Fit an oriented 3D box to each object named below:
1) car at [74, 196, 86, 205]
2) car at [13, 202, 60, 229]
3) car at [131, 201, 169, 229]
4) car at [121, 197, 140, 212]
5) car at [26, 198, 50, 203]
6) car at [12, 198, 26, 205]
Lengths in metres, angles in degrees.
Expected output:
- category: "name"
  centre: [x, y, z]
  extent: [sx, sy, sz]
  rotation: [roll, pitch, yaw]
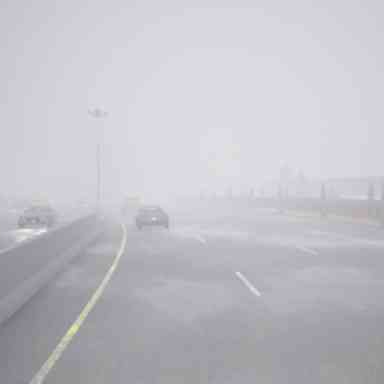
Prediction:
- category: "car"
  centre: [-20.854, 1.523, 62.167]
  extent: [1.882, 1.535, 5.008]
  rotation: [0, 0, -15]
- category: "car"
  centre: [-10.167, 1.594, 22.310]
  extent: [1.994, 1.385, 4.181]
  rotation: [0, 0, -14]
- category: "car"
  centre: [-2.704, 1.546, 21.719]
  extent: [1.994, 1.385, 4.181]
  rotation: [0, 0, -13]
- category: "car"
  centre: [-7.020, 1.336, 38.388]
  extent: [2.097, 1.767, 4.553]
  rotation: [0, 0, -15]
- category: "car"
  centre: [-18.999, 1.538, 41.768]
  extent: [1.882, 1.535, 5.008]
  rotation: [0, 0, -15]
- category: "car"
  centre: [-24.228, 1.612, 47.741]
  extent: [1.812, 1.442, 4.674]
  rotation: [0, 0, -15]
